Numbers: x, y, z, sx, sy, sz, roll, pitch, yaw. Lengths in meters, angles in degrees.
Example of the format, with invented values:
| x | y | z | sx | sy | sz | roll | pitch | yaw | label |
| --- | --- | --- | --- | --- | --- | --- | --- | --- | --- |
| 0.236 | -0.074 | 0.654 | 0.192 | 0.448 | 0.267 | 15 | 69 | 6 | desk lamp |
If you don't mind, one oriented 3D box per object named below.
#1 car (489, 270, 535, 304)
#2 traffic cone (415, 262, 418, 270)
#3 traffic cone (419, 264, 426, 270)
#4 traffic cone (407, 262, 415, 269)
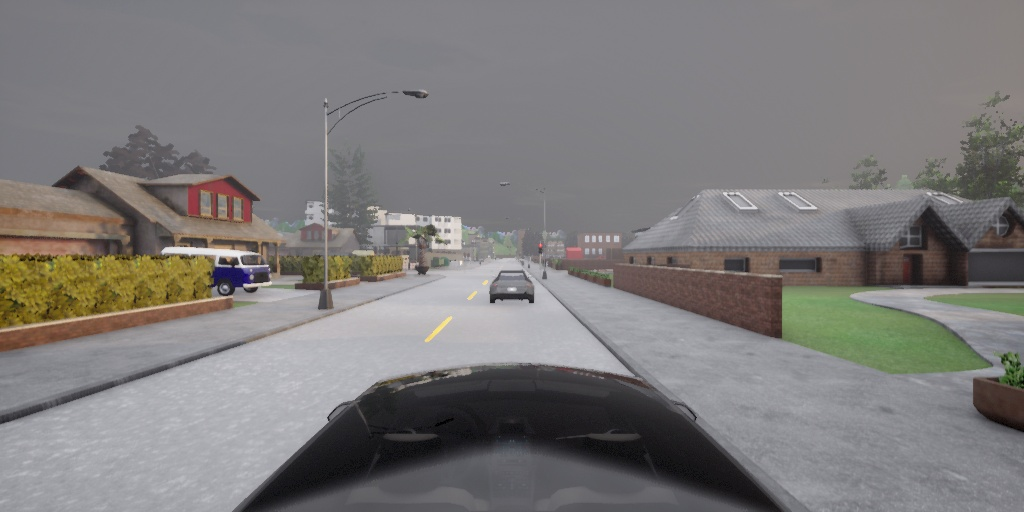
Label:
| x | y | z | sx | sy | sz | roll | pitch | yaw | label |
| --- | --- | --- | --- | --- | --- | --- | --- | --- | --- |
| 0.000 | 1.319 | 16.500 | 1.994 | 1.385 | 4.181 | 0 | 0 | 0 | car |
| -15.390 | 1.554 | 56.604 | 0.344 | 0.586 | 0.344 | 0 | 0 | 0 | traffic cone |
| -14.391 | 1.579 | 57.645 | 0.344 | 0.586 | 0.344 | 0 | 0 | 0 | traffic cone |
| -15.751 | 1.558 | 56.035 | 0.344 | 0.586 | 0.344 | 0 | 0 | 0 | traffic cone |
